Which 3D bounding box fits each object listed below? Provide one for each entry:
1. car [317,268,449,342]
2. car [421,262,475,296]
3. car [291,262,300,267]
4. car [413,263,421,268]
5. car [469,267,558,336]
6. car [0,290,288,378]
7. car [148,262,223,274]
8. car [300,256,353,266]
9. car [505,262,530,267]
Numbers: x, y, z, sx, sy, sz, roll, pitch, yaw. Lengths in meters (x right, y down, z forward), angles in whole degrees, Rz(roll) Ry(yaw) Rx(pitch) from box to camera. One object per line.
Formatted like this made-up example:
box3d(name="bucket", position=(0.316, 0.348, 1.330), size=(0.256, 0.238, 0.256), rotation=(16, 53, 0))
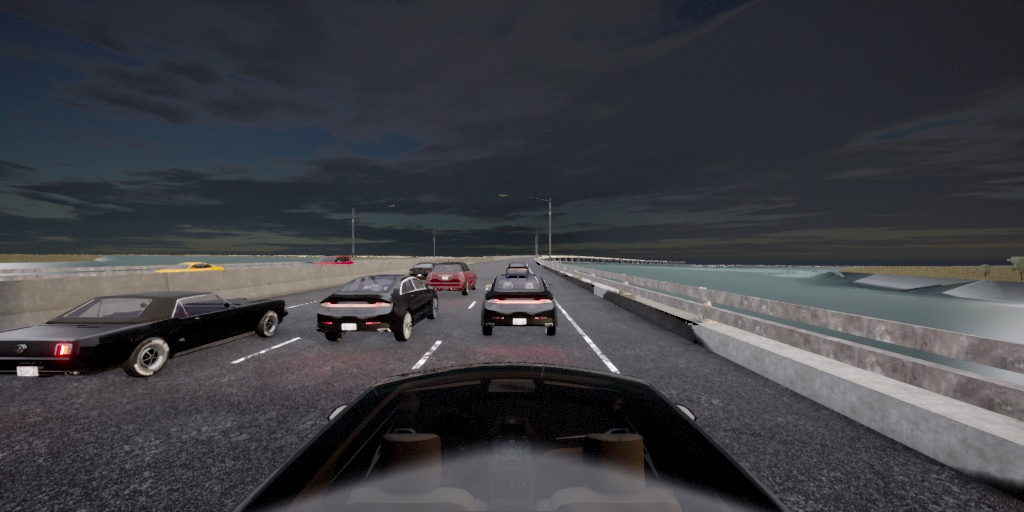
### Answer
box3d(name="car", position=(-3.324, 1.242, 9.793), size=(2.128, 1.511, 4.902), rotation=(0, 0, 1))
box3d(name="car", position=(-3.204, 1.103, 19.679), size=(2.097, 1.767, 4.553), rotation=(0, 0, 2))
box3d(name="car", position=(-20.625, 1.299, 35.908), size=(2.033, 1.411, 5.357), rotation=(0, 0, 1))
box3d(name="car", position=(-6.567, 1.229, 28.136), size=(1.882, 1.535, 5.008), rotation=(0, 0, 1))
box3d(name="car", position=(0.186, 1.242, 10.392), size=(2.128, 1.511, 4.902), rotation=(0, 0, 0))
box3d(name="car", position=(-6.852, 1.352, 7.312), size=(1.895, 1.301, 4.718), rotation=(0, 0, 1))
box3d(name="car", position=(-24.290, 1.231, 26.922), size=(1.882, 1.535, 5.008), rotation=(0, 0, 1))
box3d(name="car", position=(-17.158, 0.973, 34.119), size=(2.150, 2.045, 5.566), rotation=(0, 0, 1))
box3d(name="car", position=(0.463, 1.241, 30.040), size=(2.128, 1.511, 4.902), rotation=(0, 0, 1))
